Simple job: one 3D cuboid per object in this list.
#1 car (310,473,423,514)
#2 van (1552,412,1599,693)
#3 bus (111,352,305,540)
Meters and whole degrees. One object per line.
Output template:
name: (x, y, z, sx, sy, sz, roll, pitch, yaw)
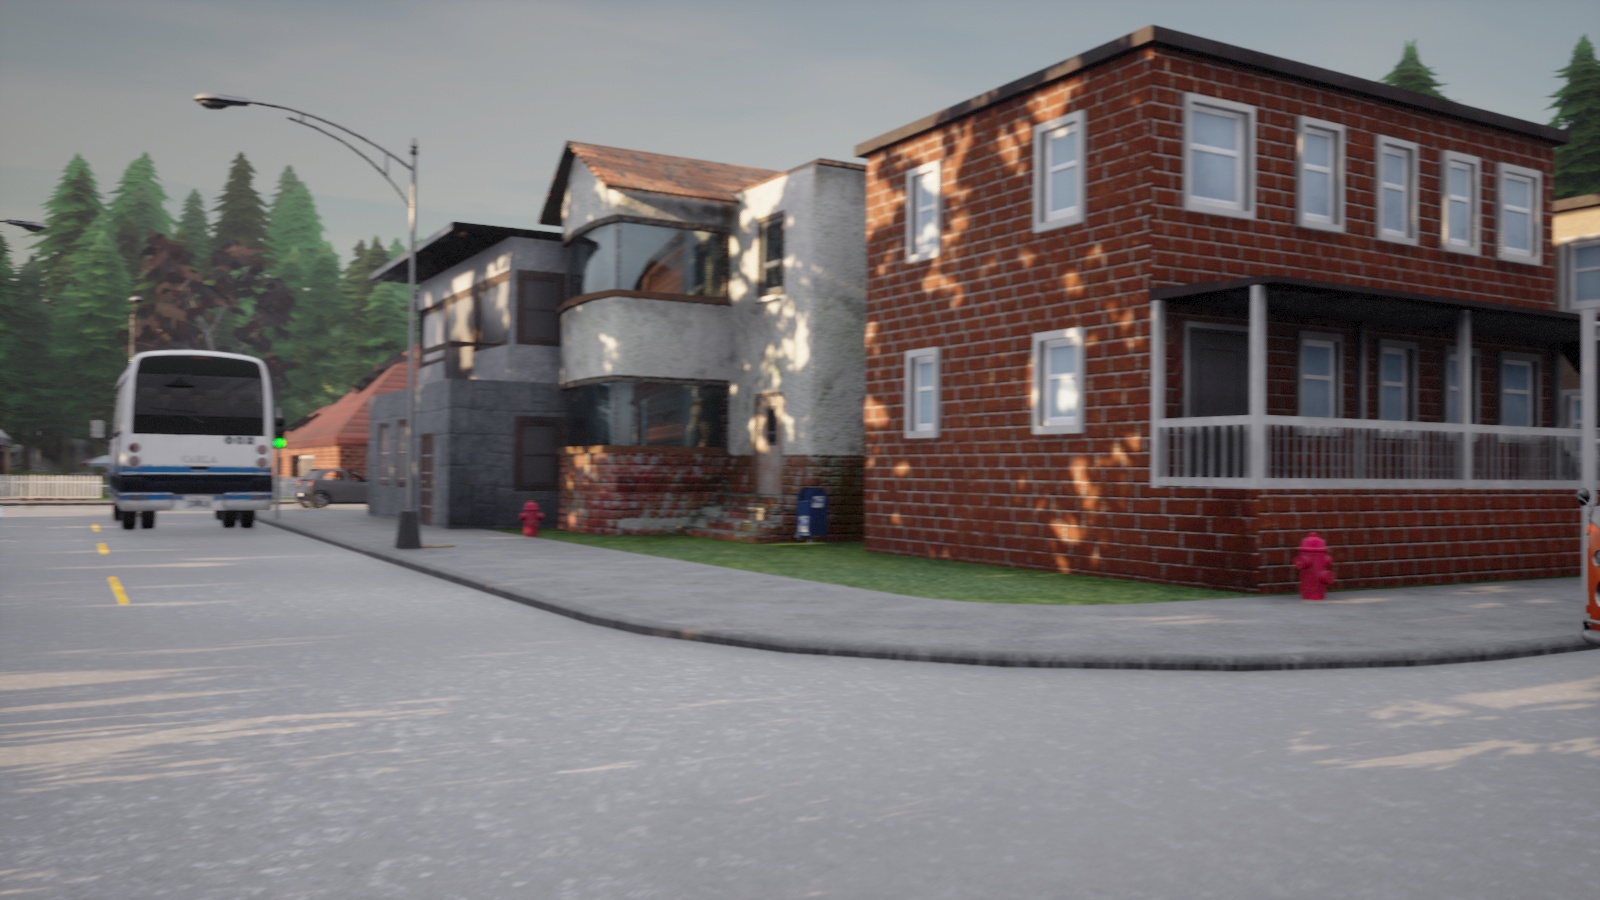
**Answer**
car: (-16.451, 1.624, 47.681, 3.633, 1.501, 1.845, 1, -1, -38)
van: (7.872, 0.740, 9.493, 4.442, 1.987, 1.775, 1, -1, -29)
bus: (-16.246, -0.001, 33.911, 3.944, 4.253, 10.273, 1, -1, -30)
